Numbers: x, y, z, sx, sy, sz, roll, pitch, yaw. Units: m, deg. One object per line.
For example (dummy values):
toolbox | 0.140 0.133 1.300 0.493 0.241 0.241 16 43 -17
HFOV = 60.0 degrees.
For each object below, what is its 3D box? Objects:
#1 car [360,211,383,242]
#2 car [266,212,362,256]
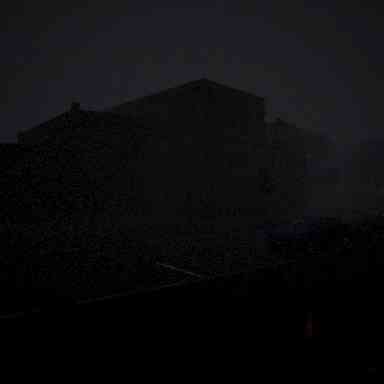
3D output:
car | 10.132 1.898 19.290 4.892 1.521 2.231 1 -1 -42
car | 5.407 1.828 15.083 5.008 1.535 2.097 1 -1 -40
